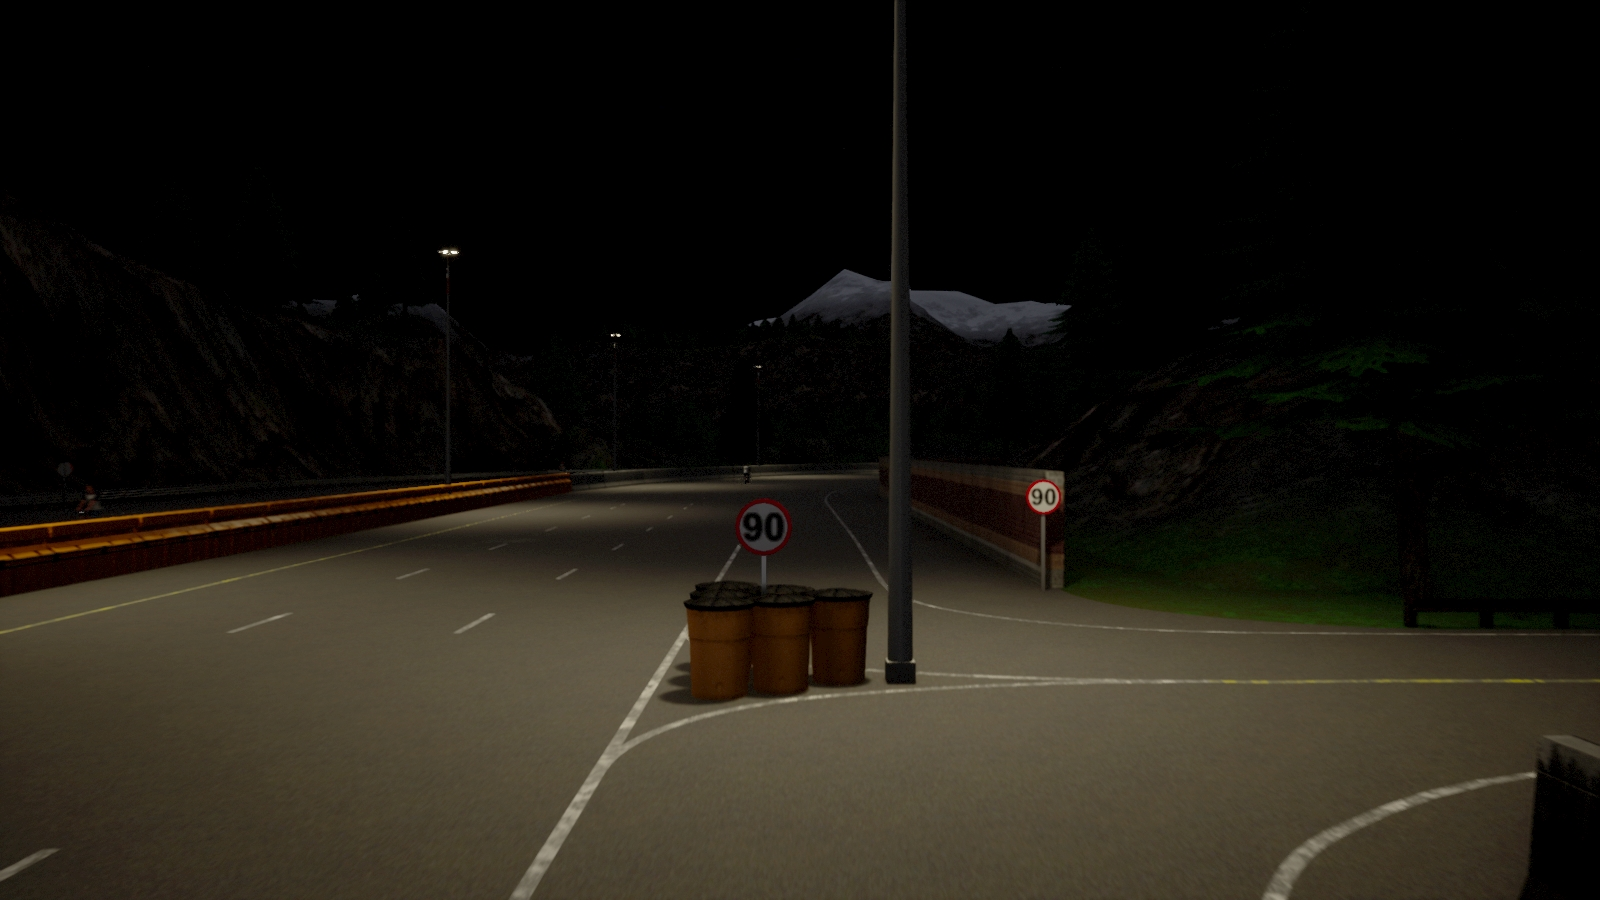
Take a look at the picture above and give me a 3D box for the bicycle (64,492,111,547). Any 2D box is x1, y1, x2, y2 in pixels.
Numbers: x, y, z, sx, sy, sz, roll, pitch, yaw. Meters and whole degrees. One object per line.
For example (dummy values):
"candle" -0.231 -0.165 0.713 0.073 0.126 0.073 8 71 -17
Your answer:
"bicycle" -21.059 2.048 33.785 0.373 1.514 1.643 0 0 0
